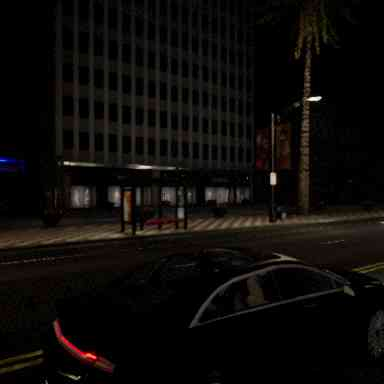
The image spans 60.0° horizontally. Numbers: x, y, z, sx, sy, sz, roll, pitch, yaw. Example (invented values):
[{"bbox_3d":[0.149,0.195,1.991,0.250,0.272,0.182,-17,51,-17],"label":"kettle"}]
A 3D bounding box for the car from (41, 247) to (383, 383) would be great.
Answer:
[{"bbox_3d":[0.747,1.486,4.279,4.902,1.511,2.128,0,0,-35],"label":"car"}]
